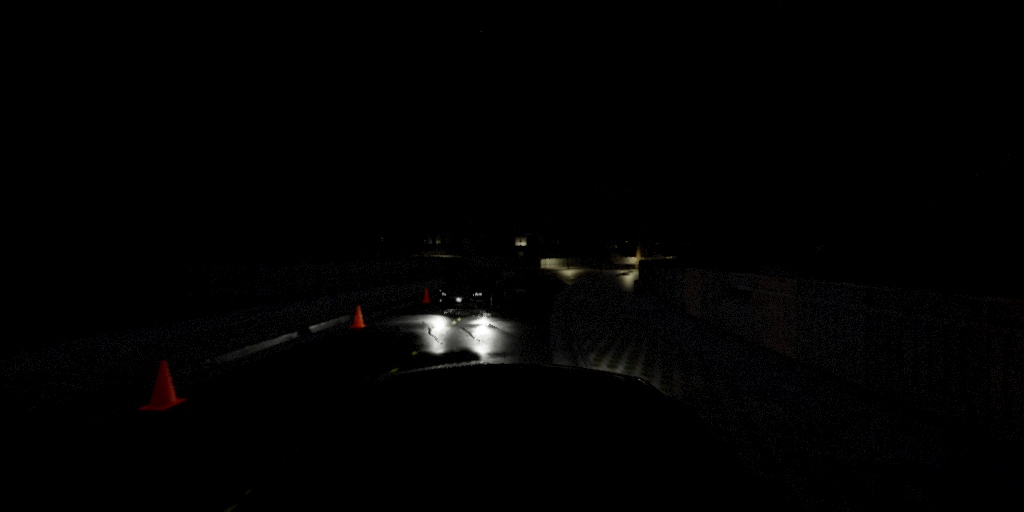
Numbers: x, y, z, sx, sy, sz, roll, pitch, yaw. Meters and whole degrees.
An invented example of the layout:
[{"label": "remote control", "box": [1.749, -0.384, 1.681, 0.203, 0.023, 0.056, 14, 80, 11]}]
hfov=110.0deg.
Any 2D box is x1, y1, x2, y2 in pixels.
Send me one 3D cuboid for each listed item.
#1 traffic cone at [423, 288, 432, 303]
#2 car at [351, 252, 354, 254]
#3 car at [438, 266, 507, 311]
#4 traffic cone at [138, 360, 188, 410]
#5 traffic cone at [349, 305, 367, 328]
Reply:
[{"label": "traffic cone", "box": [-3.567, 1.627, 14.937, 0.340, 0.580, 0.340, 0, 0, 9]}, {"label": "car", "box": [-25.555, 0.273, 55.292, 5.566, 2.045, 2.150, 1, 0, 27]}, {"label": "car", "box": [-1.390, 1.190, 14.205, 1.837, 1.490, 4.892, 0, 0, 9]}, {"label": "traffic cone", "box": [-4.585, 1.666, 4.718, 0.340, 0.580, 0.340, 0, 0, 3]}, {"label": "traffic cone", "box": [-4.220, 1.645, 9.842, 0.340, 0.580, 0.340, 0, 0, 6]}]
